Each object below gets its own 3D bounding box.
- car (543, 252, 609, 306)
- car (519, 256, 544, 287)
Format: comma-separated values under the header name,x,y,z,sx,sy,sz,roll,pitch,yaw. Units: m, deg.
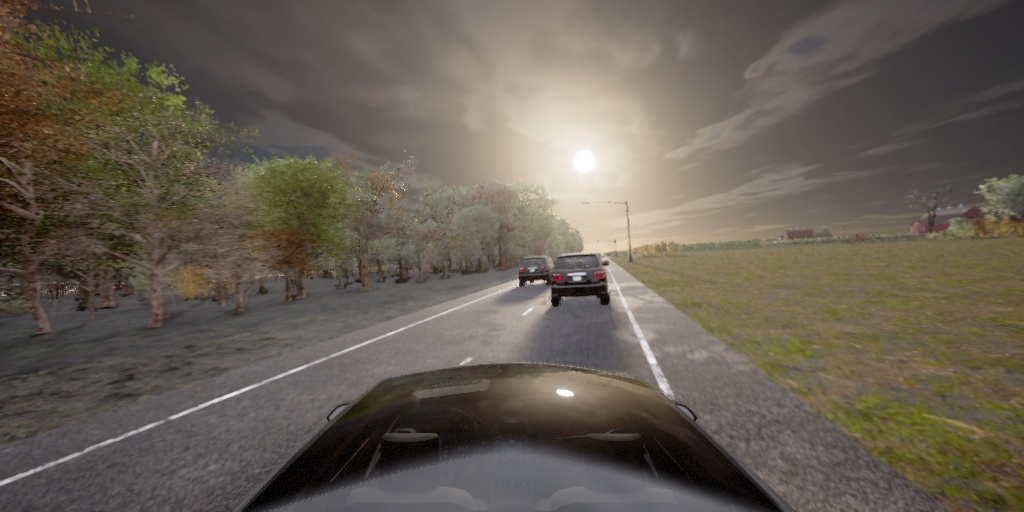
name,x,y,z,sx,sy,sz,roll,pitch,yaw
car,2.996,0.871,15.507,2.150,2.045,5.566,-4,0,14
car,1.978,1.021,25.887,2.150,2.045,5.566,-4,-1,14
